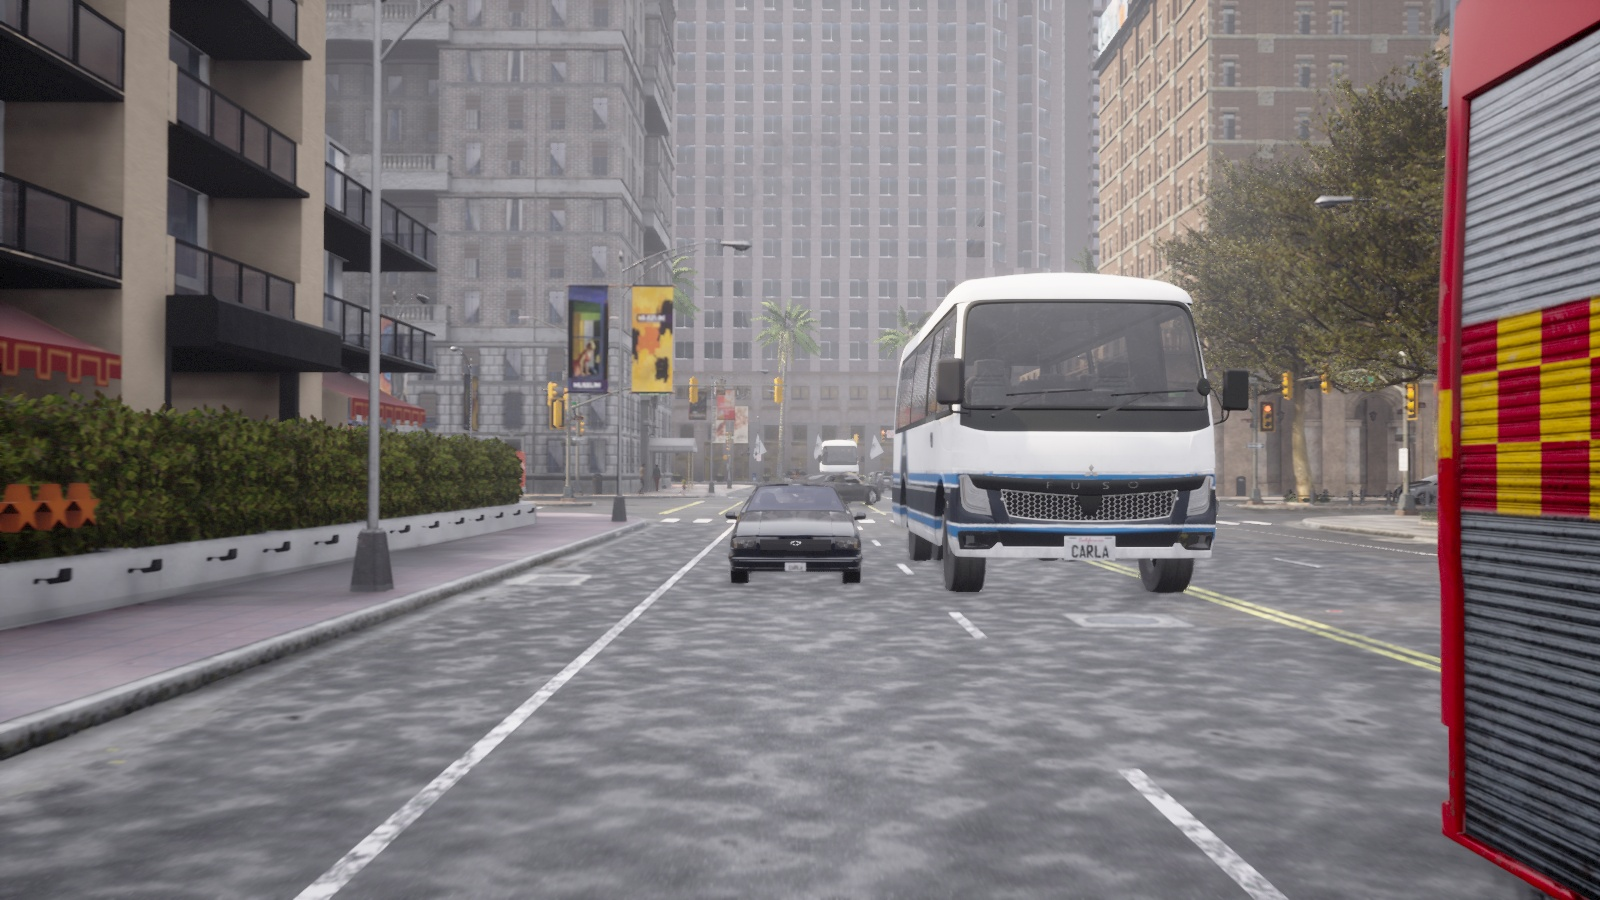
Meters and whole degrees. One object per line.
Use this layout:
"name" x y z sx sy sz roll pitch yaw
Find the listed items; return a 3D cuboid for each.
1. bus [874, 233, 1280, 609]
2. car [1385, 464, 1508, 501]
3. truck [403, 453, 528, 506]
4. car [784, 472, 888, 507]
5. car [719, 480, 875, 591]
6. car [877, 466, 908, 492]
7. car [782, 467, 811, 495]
"bus" 3.443 -0.251 19.388 3.944 4.253 10.273 0 -1 0
"car" 30.466 1.531 59.275 4.611 1.667 2.242 0 -1 1
"truck" -15.766 1.389 59.493 5.204 2.467 2.627 0 -1 0
"car" 1.706 1.779 57.653 4.892 1.490 1.837 1 -1 -43
"car" -0.051 1.182 19.090 2.033 1.411 5.357 0 -1 0
"car" 6.768 2.154 92.499 1.932 1.855 4.605 0 -1 0
"car" -0.231 2.066 85.534 1.932 1.855 4.605 0 -1 0
